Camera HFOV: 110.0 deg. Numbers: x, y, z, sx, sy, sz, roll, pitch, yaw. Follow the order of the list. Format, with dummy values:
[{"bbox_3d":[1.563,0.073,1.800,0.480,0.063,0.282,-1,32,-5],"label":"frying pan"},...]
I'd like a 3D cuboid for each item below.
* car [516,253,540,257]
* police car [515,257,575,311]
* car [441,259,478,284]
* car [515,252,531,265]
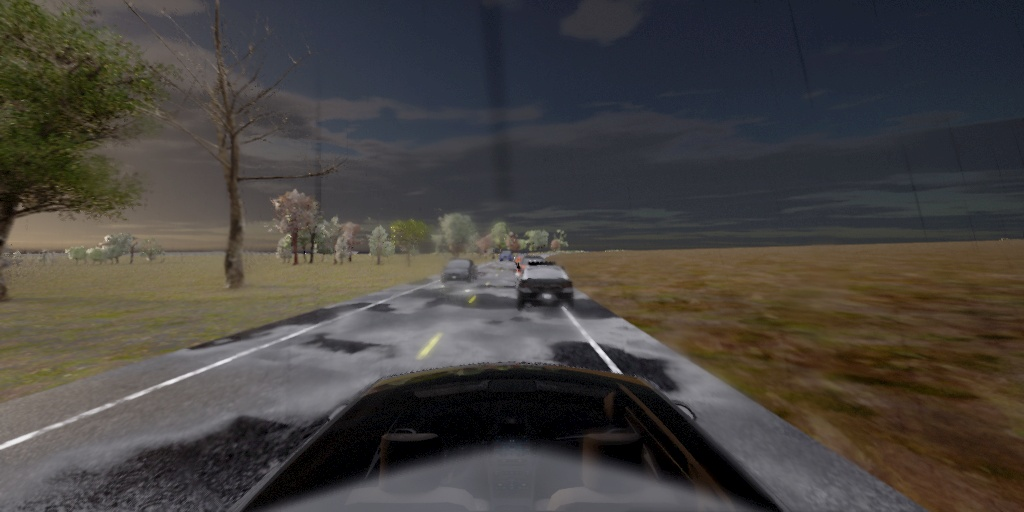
[{"bbox_3d":[1.340,0.788,23.468,2.097,1.767,4.553,0,1,2],"label":"car"},{"bbox_3d":[1.137,1.004,13.646,1.930,1.638,5.238,0,1,1],"label":"police car"},{"bbox_3d":[-3.287,0.942,23.167,1.837,1.490,4.892,0,1,2],"label":"car"},{"bbox_3d":[1.649,0.352,53.030,2.097,1.767,4.553,0,1,4],"label":"car"}]
